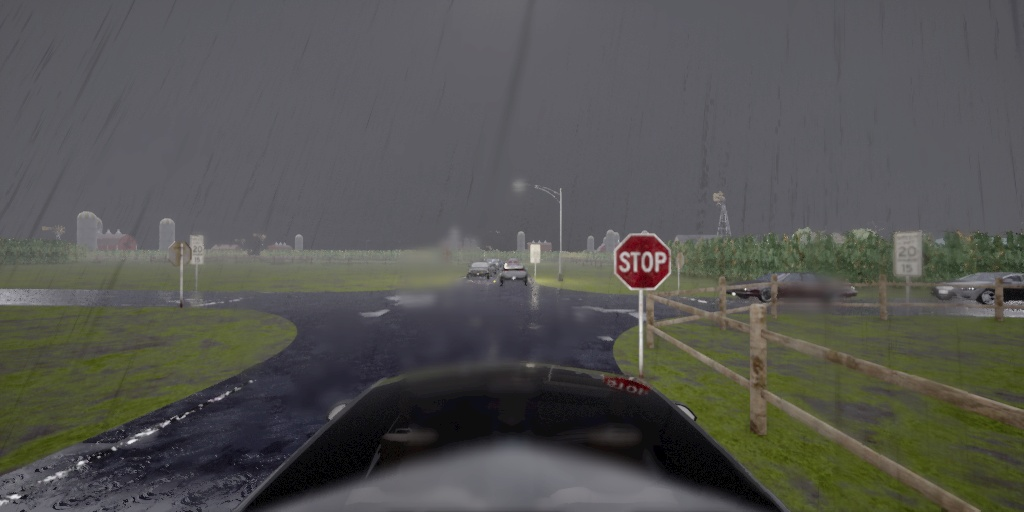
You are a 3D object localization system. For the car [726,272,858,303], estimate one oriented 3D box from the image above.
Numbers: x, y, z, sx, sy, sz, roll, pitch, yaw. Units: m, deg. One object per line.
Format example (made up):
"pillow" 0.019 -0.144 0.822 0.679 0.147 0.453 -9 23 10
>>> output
"car" 13.436 1.489 17.408 5.357 1.411 2.033 1 -1 0

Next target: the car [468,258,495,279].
"car" -2.819 1.221 32.183 1.882 1.535 5.008 0 0 0

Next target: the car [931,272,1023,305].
"car" 23.400 1.551 17.367 4.902 1.511 2.128 1 -1 0

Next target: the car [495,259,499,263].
"car" -2.806 1.302 41.160 1.994 1.385 4.181 0 0 0

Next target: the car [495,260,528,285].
"car" 0.124 1.238 25.710 2.128 1.511 4.902 0 0 0

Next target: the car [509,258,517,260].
"car" 0.157 1.067 62.445 2.097 1.767 4.553 0 0 0

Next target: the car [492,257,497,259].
"car" -2.789 1.082 49.916 2.097 1.767 4.553 0 0 0
